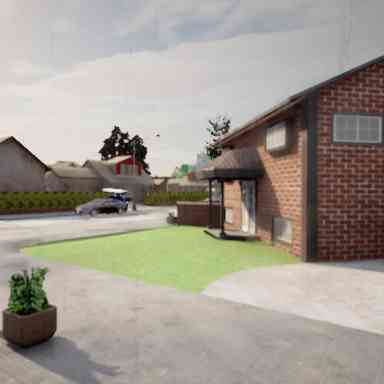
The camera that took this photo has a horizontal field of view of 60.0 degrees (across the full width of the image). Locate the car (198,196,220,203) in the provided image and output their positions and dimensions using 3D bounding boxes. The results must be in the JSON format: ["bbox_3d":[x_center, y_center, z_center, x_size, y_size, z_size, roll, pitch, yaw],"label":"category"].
[{"bbox_3d":[2.672,1.289,43.155,1.882,1.535,5.008,1,0,36],"label":"car"}]

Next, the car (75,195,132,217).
[{"bbox_3d":[-7.734,1.302,28.698,2.128,1.511,4.902,1,0,36],"label":"car"}]
